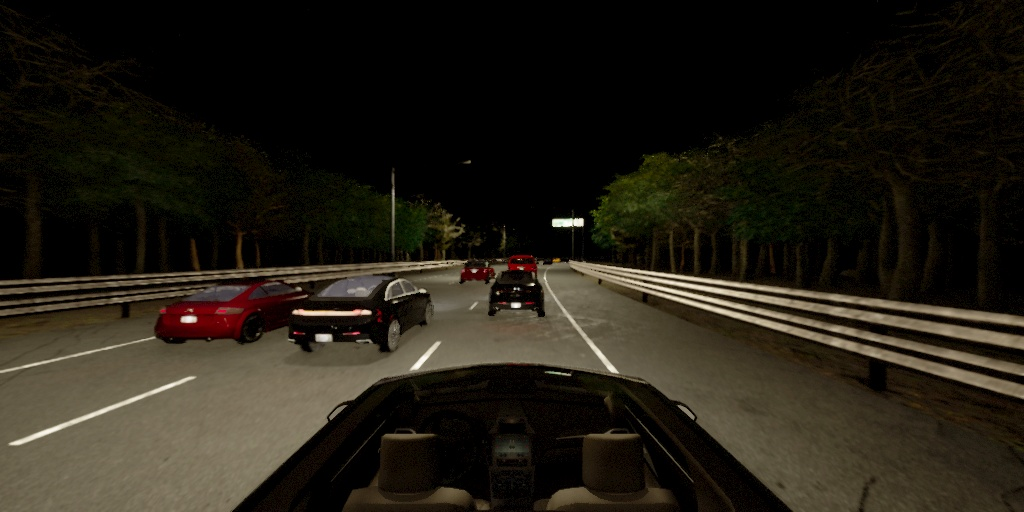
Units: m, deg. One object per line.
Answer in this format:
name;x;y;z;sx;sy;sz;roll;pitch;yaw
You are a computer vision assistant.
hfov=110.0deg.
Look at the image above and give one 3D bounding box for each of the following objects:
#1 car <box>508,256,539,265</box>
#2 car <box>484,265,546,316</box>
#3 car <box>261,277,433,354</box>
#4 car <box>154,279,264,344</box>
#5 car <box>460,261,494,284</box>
car;0.822;0.998;26.650;2.150;2.045;5.566;0;0;4
car;0.201;1.267;13.434;1.837;1.490;4.892;0;0;2
car;-3.297;1.242;8.791;2.128;1.511;4.902;0;0;1
car;-6.776;1.308;9.575;1.994;1.385;4.181;0;0;1
car;-2.521;1.122;27.179;2.097;1.767;4.553;0;0;4
